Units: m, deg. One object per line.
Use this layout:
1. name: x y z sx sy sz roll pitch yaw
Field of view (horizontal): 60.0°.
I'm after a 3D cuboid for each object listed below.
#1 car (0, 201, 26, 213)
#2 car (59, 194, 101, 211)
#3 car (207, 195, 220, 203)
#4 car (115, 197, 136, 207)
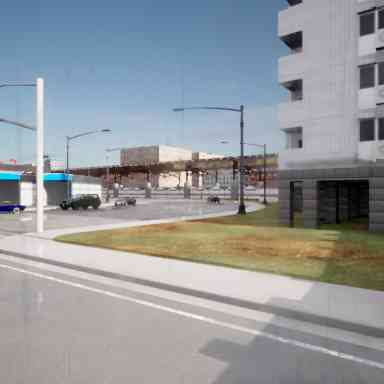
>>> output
1. car: -19.678 1.601 33.896 1.895 1.301 4.718 0 0 37
2. car: -14.042 1.221 42.216 2.150 2.045 5.566 0 0 29
3. car: 4.434 1.502 69.669 1.837 1.490 4.892 0 0 -12
4. car: -10.277 1.491 51.629 2.128 1.511 4.902 0 0 14
